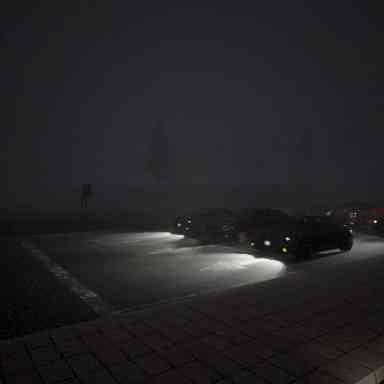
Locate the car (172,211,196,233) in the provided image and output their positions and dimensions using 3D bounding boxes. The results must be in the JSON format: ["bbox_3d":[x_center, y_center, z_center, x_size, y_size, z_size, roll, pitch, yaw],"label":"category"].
[{"bbox_3d":[0.955,1.564,18.768,4.181,1.385,1.994,0,0,-35],"label":"car"}]

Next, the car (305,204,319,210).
[{"bbox_3d":[9.198,1.564,24.567,4.181,1.385,1.994,0,0,-36],"label":"car"}]

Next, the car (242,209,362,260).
[{"bbox_3d":[4.194,1.564,12.490,4.181,1.385,1.994,0,0,-35],"label":"car"}]

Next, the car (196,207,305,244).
[{"bbox_3d":[2.909,1.478,15.866,5.008,1.535,1.882,0,0,-35],"label":"car"}]

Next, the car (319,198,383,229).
[{"bbox_3d":[10.533,1.352,21.241,4.553,1.767,2.097,0,0,-35],"label":"car"}]

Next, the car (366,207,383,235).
[{"bbox_3d":[11.581,1.601,17.703,4.718,1.301,1.895,0,0,-35],"label":"car"}]
